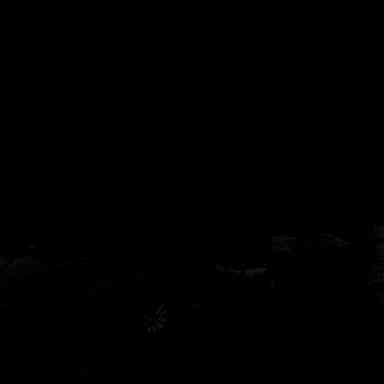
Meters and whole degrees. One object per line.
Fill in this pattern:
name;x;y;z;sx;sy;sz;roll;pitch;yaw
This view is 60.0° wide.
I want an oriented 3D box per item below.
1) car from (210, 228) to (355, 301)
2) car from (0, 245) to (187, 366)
car;2.392;1.582;8.246;4.206;1.307;1.802;0;0;-36
car;-2.086;1.566;5.049;4.313;1.339;1.947;0;0;-36
